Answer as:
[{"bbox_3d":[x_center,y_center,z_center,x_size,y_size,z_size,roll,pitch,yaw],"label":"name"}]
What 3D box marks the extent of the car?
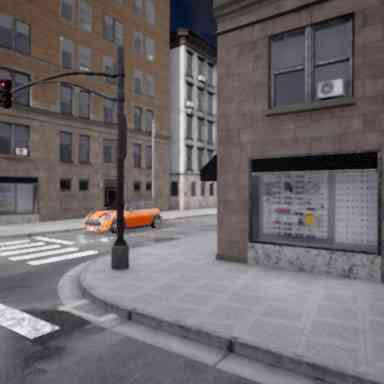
[{"bbox_3d":[-3.773,1.273,18.613,2.097,1.767,4.553,0,0,35],"label":"car"}]
